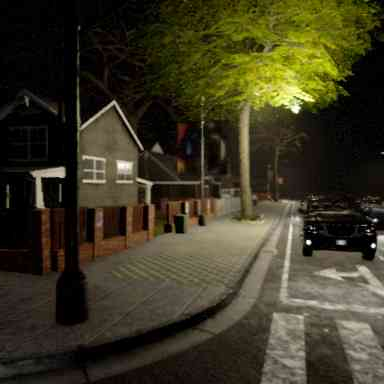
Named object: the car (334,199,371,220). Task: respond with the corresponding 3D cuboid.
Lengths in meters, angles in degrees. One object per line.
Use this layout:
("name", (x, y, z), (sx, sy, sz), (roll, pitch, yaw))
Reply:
("car", (13.551, 1.419, 28.383), (2.033, 1.411, 5.357), (1, 0, 17))

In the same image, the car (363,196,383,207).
("car", (27.475, 1.344, 50.667), (1.837, 1.490, 4.892), (1, 0, 18))

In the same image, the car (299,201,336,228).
("car", (8.286, 1.414, 22.394), (2.033, 1.411, 5.357), (1, 0, 17))

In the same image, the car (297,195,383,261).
("car", (5.228, 1.134, 12.550), (2.150, 2.045, 5.566), (1, 0, 17))

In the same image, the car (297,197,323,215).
("car", (11.392, 1.314, 32.352), (2.128, 1.511, 4.902), (1, 0, 17))

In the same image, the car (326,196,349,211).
("car", (16.699, 1.305, 38.369), (1.882, 1.535, 5.008), (1, 0, 18))

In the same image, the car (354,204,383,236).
("car", (10.470, 1.480, 18.465), (1.994, 1.385, 4.181), (1, 0, 17))
